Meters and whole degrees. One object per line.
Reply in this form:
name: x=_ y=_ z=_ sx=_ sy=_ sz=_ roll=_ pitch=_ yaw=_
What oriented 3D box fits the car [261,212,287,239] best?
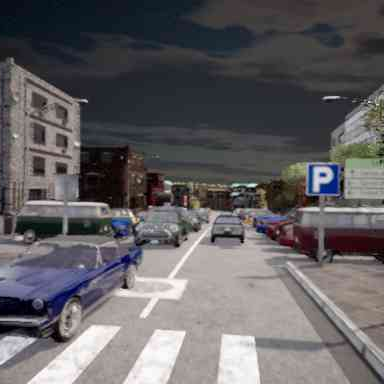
car: x=6.474 y=2.029 z=17.686 sx=5.008 sy=1.535 sz=2.097 roll=1 pitch=-3 yaw=5

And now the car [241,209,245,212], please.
car: x=8.970 y=3.243 z=42.617 sx=4.553 sy=1.767 sz=2.185 roll=1 pitch=-3 yaw=6

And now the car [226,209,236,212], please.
car: x=4.915 y=3.525 z=47.452 sx=1.882 sy=1.535 sz=5.008 roll=1 pitch=-3 yaw=6

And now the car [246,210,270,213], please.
car: x=8.059 y=2.771 z=31.486 sx=5.366 sy=1.575 sz=1.946 roll=1 pitch=-3 yaw=6

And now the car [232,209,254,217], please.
car: x=13.754 y=5.661 z=89.804 sx=5.566 sy=2.045 sz=2.435 roll=1 pitch=-3 yaw=6

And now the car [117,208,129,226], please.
car: x=-5.827 y=1.803 z=18.623 sx=5.008 sy=1.535 sz=2.097 roll=1 pitch=-2 yaw=6

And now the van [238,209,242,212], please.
van: x=9.731 y=3.591 z=50.956 sx=4.442 sy=1.987 sz=1.878 roll=1 pitch=-3 yaw=6

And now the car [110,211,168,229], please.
car: x=-4.683 y=2.443 z=29.836 sx=4.674 sy=1.452 sz=2.002 roll=1 pitch=-3 yaw=6

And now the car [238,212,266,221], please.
car: x=10.681 y=4.307 z=59.257 sx=4.674 sy=1.452 sz=2.002 roll=1 pitch=-3 yaw=6

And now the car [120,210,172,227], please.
car: x=-4.416 y=2.586 z=32.485 sx=4.674 sy=1.452 sz=2.002 roll=1 pitch=-3 yaw=6

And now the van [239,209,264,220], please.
van: x=11.087 y=4.193 z=62.034 sx=4.442 sy=1.987 sz=1.878 roll=1 pitch=-3 yaw=6

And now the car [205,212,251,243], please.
car: x=2.060 y=2.078 z=19.295 sx=2.033 sy=1.411 sz=5.357 roll=1 pitch=-3 yaw=6

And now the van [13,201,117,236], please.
van: x=-6.212 y=1.450 z=15.886 sx=4.442 sy=1.987 sz=1.878 roll=1 pitch=-2 yaw=6

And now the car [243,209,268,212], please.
car: x=8.621 y=3.070 z=37.037 sx=5.366 sy=1.575 sz=1.946 roll=1 pitch=-3 yaw=6

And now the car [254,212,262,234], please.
car: x=7.002 y=2.351 z=23.179 sx=4.792 sy=1.488 sz=2.163 roll=1 pitch=-3 yaw=6

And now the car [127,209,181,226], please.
car: x=-3.939 y=2.702 z=35.366 sx=5.366 sy=1.575 sz=1.946 roll=1 pitch=-3 yaw=6

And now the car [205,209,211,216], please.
car: x=1.144 y=3.147 z=41.188 sx=1.837 sy=1.490 sz=4.892 roll=1 pitch=-4 yaw=6

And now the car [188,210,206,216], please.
car: x=1.382 y=5.672 z=89.737 sx=4.674 sy=1.452 sz=2.002 roll=1 pitch=-3 yaw=6

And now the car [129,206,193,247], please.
car: x=-1.398 y=1.692 z=16.788 sx=2.097 sy=1.767 sz=4.553 roll=1 pitch=-3 yaw=6

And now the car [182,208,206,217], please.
car: x=0.471 y=4.909 z=80.999 sx=5.566 sy=2.045 sz=2.435 roll=1 pitch=-3 yaw=6

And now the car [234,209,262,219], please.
car: x=11.842 y=4.615 z=70.372 sx=5.566 sy=2.045 sz=2.435 roll=1 pitch=-3 yaw=6

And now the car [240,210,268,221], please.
car: x=10.437 y=3.992 z=56.488 sx=4.553 sy=1.767 sz=2.185 roll=1 pitch=-3 yaw=6

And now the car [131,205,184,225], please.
car: x=-3.878 y=2.593 z=38.049 sx=5.566 sy=2.045 sz=2.435 roll=1 pitch=-3 yaw=6

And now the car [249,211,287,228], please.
car: x=7.622 y=2.651 z=28.724 sx=4.792 sy=1.488 sz=2.163 roll=1 pitch=-3 yaw=6

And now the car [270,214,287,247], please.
car: x=6.219 y=1.928 z=14.867 sx=4.792 sy=1.488 sz=2.163 roll=1 pitch=-3 yaw=6

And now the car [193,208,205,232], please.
car: x=-0.388 y=2.209 z=26.685 sx=2.097 sy=1.767 sz=4.553 roll=1 pitch=-3 yaw=6

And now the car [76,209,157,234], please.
car: x=-5.431 y=2.098 z=24.312 sx=5.366 sy=1.575 sz=1.946 roll=1 pitch=-3 yaw=6

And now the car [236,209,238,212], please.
car: x=10.130 y=3.974 z=53.832 sx=5.008 sy=1.535 sz=2.097 roll=1 pitch=-3 yaw=6

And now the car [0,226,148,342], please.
car: x=-2.499 y=1.615 z=6.677 sx=1.895 sy=1.301 sz=4.718 roll=1 pitch=-1 yaw=8

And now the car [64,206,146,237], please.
car: x=-5.507 y=1.823 z=21.397 sx=4.553 sy=1.767 sz=2.185 roll=1 pitch=-3 yaw=6

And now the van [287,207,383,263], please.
van: x=6.030 y=1.568 z=12.098 sx=4.442 sy=1.987 sz=1.878 roll=1 pitch=-2 yaw=6
